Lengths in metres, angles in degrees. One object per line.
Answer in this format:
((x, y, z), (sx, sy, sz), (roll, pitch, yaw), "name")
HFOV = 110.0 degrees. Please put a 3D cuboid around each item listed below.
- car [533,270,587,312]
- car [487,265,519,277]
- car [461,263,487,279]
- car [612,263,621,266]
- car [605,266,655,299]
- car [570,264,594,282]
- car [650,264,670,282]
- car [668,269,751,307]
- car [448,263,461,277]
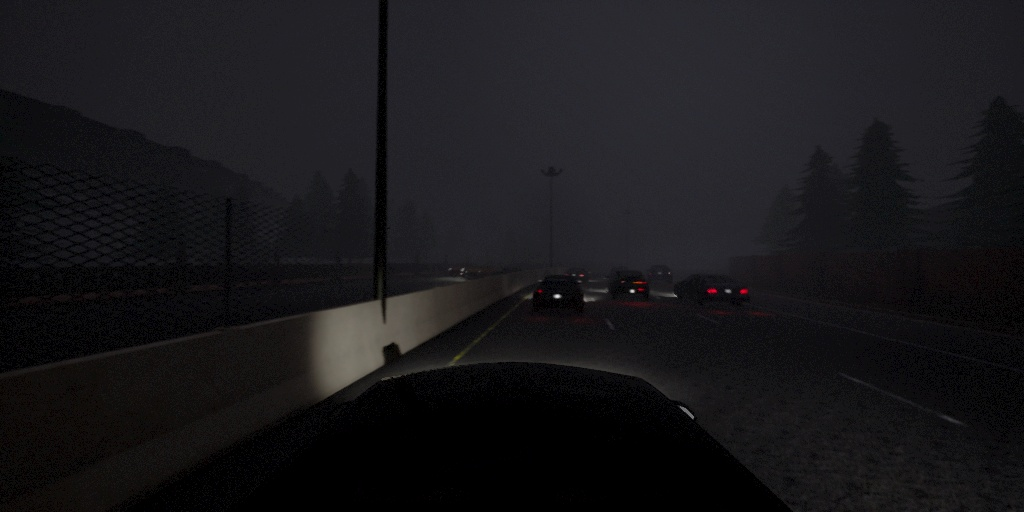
((2.022, 1.497, 15.340), (1.994, 1.385, 4.181), (0, -1, 9), "car")
((-0.527, 1.765, 36.001), (1.895, 1.301, 4.718), (0, -1, 18), "car")
((-3.273, 1.653, 38.647), (1.882, 1.535, 5.008), (0, -1, 19), "car")
((10.954, 1.733, 36.231), (1.882, 1.535, 5.008), (0, -1, 20), "car")
((6.450, 1.529, 20.194), (1.837, 1.490, 4.892), (0, -1, 11), "car")
((5.967, 1.721, 32.657), (2.033, 1.411, 5.357), (0, -1, 18), "car")
((13.684, 1.594, 33.468), (2.097, 1.767, 4.553), (0, -1, 19), "car")
((9.475, 1.562, 17.443), (2.033, 1.411, 5.357), (0, -1, 10), "car")
((-5.629, 1.553, 42.294), (2.097, 1.767, 4.553), (0, -1, 22), "car")
